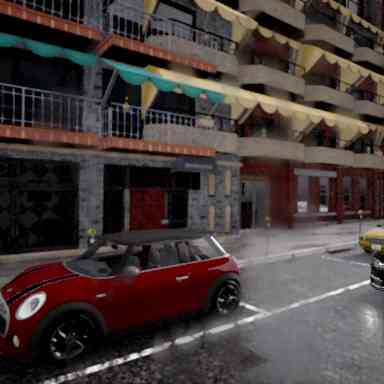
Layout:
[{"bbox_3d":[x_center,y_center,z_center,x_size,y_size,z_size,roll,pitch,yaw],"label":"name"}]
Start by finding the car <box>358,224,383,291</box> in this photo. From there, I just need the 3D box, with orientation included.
[{"bbox_3d":[6.002,1.457,7.661,4.902,1.511,2.128,0,0,-36],"label":"car"}]

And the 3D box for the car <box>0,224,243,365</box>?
[{"bbox_3d":[-1.100,1.432,5.759,4.097,1.590,1.967,0,1,-35],"label":"car"}]
